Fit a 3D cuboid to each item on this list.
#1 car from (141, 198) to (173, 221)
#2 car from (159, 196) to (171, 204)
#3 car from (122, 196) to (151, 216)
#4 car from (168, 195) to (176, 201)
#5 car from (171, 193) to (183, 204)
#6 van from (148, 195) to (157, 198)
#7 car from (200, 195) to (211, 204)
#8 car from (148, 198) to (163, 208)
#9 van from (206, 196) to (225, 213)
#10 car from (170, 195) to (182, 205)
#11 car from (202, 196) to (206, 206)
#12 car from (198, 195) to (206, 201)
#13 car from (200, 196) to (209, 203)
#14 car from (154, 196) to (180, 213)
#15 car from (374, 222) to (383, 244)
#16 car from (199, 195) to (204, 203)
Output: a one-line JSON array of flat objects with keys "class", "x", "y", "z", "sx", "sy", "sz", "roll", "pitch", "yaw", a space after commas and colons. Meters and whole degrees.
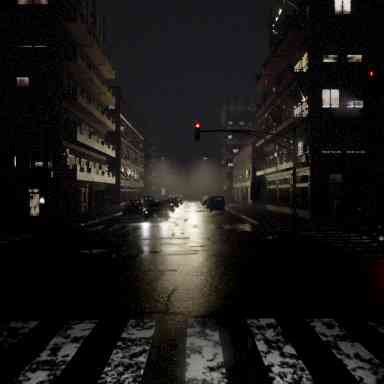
[{"class": "car", "x": -2.809, "y": 1.520, "z": 27.440, "sx": 1.812, "sy": 1.442, "sz": 4.674, "roll": 0, "pitch": 0, "yaw": -1}, {"class": "car", "x": -5.248, "y": 1.525, "z": 65.459, "sx": 1.887, "sy": 1.381, "sz": 4.507, "roll": 0, "pitch": 0, "yaw": 0}, {"class": "car", "x": -5.411, "y": 1.433, "z": 31.970, "sx": 1.967, "sy": 1.590, "sz": 4.097, "roll": 0, "pitch": 0, "yaw": 0}, {"class": "car", "x": -5.225, "y": 1.513, "z": 87.785, "sx": 2.008, "sy": 1.369, "sz": 4.403, "roll": 0, "pitch": 0, "yaw": 0}, {"class": "car", "x": -2.743, "y": 1.206, "z": 57.647, "sx": 2.150, "sy": 2.045, "sz": 5.566, "roll": 0, "pitch": 0, "yaw": 0}, {"class": "van", "x": -5.365, "y": 1.330, "z": 43.134, "sx": 1.690, "sy": 1.788, "sz": 3.998, "roll": 0, "pitch": 0, "yaw": 0}, {"class": "car", "x": 2.632, "y": 1.420, "z": 65.451, "sx": 1.967, "sy": 1.590, "sz": 4.097, "roll": 0, "pitch": 0, "yaw": 0}, {"class": "car", "x": -5.313, "y": 1.569, "z": 48.715, "sx": 1.802, "sy": 1.307, "sz": 4.206, "roll": 0, "pitch": 0, "yaw": 0}, {"class": "van", "x": 2.733, "y": 1.332, "z": 36.922, "sx": 1.690, "sy": 1.788, "sz": 3.998, "roll": 0, "pitch": 0, "yaw": 0}, {"class": "car", "x": -2.791, "y": 1.513, "z": 46.998, "sx": 1.812, "sy": 1.442, "sz": 4.674, "roll": 0, "pitch": 0, "yaw": 0}, {"class": "car", "x": 2.704, "y": 1.533, "z": 43.126, "sx": 1.887, "sy": 1.381, "sz": 4.507, "roll": 0, "pitch": 0, "yaw": 0}, {"class": "car", "x": 2.655, "y": 1.529, "z": 87.777, "sx": 1.947, "sy": 1.339, "sz": 4.313, "roll": 0, "pitch": 0, "yaw": 0}, {"class": "car", "x": 2.638, "y": 1.521, "z": 71.032, "sx": 1.887, "sy": 1.381, "sz": 4.507, "roll": 0, "pitch": 0, "yaw": 0}, {"class": "car", "x": -2.811, "y": 1.538, "z": 37.086, "sx": 2.033, "sy": 1.411, "sz": 5.357, "roll": 0, "pitch": 0, "yaw": 0}, {"class": "car", "x": 8.847, "y": 1.386, "z": 11.516, "sx": 4.674, "sy": 1.442, "sz": 1.812, "roll": -1, "pitch": 0, "yaw": 0}, {"class": "car", "x": 2.623, "y": 1.551, "z": 54.288, "sx": 1.947, "sy": 1.339, "sz": 4.313, "roll": 0, "pitch": 0, "yaw": 0}]
